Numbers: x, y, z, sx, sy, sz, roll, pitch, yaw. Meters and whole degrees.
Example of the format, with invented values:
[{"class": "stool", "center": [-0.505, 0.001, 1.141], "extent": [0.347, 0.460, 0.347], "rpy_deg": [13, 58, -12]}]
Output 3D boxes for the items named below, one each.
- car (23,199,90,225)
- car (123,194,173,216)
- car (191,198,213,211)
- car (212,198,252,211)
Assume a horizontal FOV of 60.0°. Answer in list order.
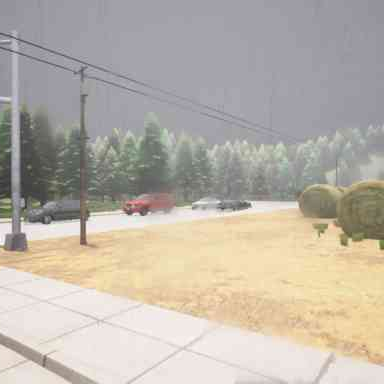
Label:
[{"class": "car", "center": [-9.926, 1.362, 24.612], "extent": [2.097, 1.767, 4.553], "rpy_deg": [0, 0, 37]}, {"class": "car", "center": [-4.139, 1.179, 32.386], "extent": [2.150, 2.045, 5.566], "rpy_deg": [0, 0, 37]}, {"class": "car", "center": [1.777, 1.431, 40.324], "extent": [1.812, 1.442, 4.674], "rpy_deg": [0, 0, 37]}, {"class": "car", "center": [4.951, 1.441, 38.405], "extent": [2.033, 1.411, 5.357], "rpy_deg": [0, 0, 37]}]
